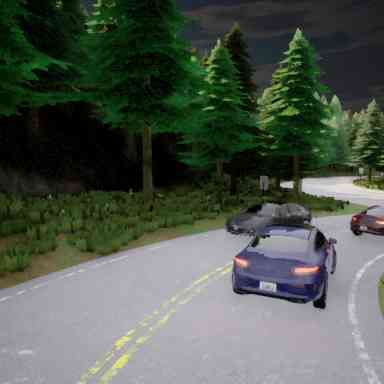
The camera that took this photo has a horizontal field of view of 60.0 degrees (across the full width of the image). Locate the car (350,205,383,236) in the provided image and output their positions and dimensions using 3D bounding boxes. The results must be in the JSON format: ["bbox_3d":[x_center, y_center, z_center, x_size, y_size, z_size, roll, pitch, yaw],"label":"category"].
[{"bbox_3d":[9.264,1.337,15.517,4.674,1.442,1.812,-1,5,-34],"label":"car"}]

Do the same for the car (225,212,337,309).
[{"bbox_3d":[2.358,1.486,7.971,1.812,1.442,4.674,2,2,26],"label":"car"}]

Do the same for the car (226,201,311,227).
[{"bbox_3d":[3.591,1.192,15.065,4.892,1.490,1.837,-1,3,-41],"label":"car"}]
